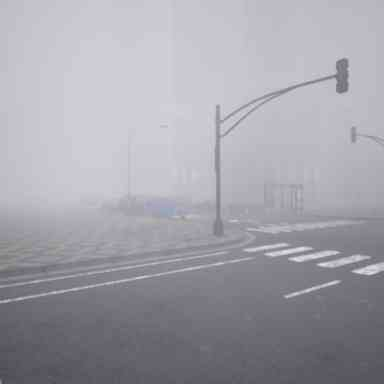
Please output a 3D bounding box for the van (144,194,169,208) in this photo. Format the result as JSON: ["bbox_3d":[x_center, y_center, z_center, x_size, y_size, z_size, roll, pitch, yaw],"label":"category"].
[{"bbox_3d":[-4.979,1.174,46.015,1.690,1.788,3.998,0,0,-36],"label":"van"}]

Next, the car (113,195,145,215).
[{"bbox_3d":[-5.255,1.188,31.818,2.192,1.841,5.009,0,0,-36],"label":"car"}]

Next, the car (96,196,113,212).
[{"bbox_3d":[-8.574,1.453,36.425,1.802,1.307,4.206,0,0,-36],"label":"car"}]

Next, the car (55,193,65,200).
[{"bbox_3d":[-34.851,1.161,87.472,2.192,1.841,5.009,0,0,-36],"label":"car"}]

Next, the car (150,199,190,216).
[{"bbox_3d":[-2.176,1.426,32.102,1.994,1.385,4.181,0,0,-36],"label":"car"}]

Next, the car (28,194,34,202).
[{"bbox_3d":[-31.808,1.318,68.667,1.967,1.590,4.097,0,0,-36],"label":"car"}]

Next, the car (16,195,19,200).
[{"bbox_3d":[-41.665,1.408,82.347,1.752,1.417,4.829,0,0,-36],"label":"car"}]

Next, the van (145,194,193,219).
[{"bbox_3d":[-1.936,1.216,27.212,1.690,1.788,3.998,0,0,-36],"label":"van"}]

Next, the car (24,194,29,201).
[{"bbox_3d":[-35.027,1.405,73.136,1.752,1.417,4.829,0,0,-36],"label":"car"}]

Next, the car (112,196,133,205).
[{"bbox_3d":[-11.616,1.416,55.228,1.802,1.307,4.206,0,0,-36],"label":"car"}]

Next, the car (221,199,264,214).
[{"bbox_3d":[4.980,1.389,32.197,2.008,1.369,4.403,0,0,-36],"label":"car"}]

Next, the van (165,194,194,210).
[{"bbox_3d":[-1.660,1.175,41.410,1.690,1.788,3.998,0,0,-36],"label":"van"}]

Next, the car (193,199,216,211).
[{"bbox_3d":[1.661,1.418,36.804,1.802,1.307,4.206,0,0,-36],"label":"car"}]

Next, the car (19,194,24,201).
[{"bbox_3d":[-38.446,1.447,77.880,1.947,1.339,4.313,0,0,-36],"label":"car"}]

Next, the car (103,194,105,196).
[{"bbox_3d":[-14.935,1.418,59.835,1.802,1.307,4.206,0,0,-36],"label":"car"}]

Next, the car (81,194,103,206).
[{"bbox_3d":[-15.645,1.385,50.896,1.812,1.442,4.674,0,0,-35],"label":"car"}]

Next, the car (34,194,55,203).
[{"bbox_3d":[-28.489,1.427,64.061,2.008,1.369,4.403,0,0,-36],"label":"car"}]
